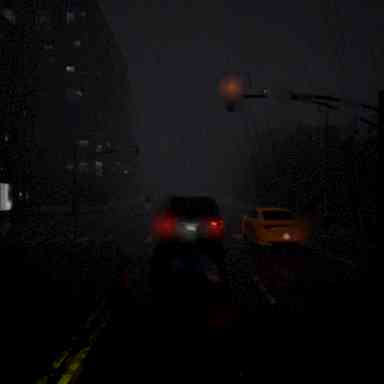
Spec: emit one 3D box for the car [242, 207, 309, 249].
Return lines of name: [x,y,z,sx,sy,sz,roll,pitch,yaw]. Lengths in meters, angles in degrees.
car: [3.309,1.379,14.037,1.882,1.535,5.008,0,0,0]

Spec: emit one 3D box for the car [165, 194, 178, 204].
car: [-3.324,1.137,54.795,1.837,1.490,4.892,0,0,0]

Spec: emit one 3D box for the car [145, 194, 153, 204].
car: [-6.574,1.124,54.797,2.128,1.511,4.902,0,0,0]

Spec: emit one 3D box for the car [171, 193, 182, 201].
car: [-3.255,1.056,70.396,2.128,1.511,4.902,0,0,0]

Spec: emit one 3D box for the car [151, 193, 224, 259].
car: [-0.141,1.135,12.348,2.150,2.045,5.566,0,0,-2]

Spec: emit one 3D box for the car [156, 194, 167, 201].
car: [-6.506,1.126,70.367,1.895,1.301,4.718,0,0,0]
